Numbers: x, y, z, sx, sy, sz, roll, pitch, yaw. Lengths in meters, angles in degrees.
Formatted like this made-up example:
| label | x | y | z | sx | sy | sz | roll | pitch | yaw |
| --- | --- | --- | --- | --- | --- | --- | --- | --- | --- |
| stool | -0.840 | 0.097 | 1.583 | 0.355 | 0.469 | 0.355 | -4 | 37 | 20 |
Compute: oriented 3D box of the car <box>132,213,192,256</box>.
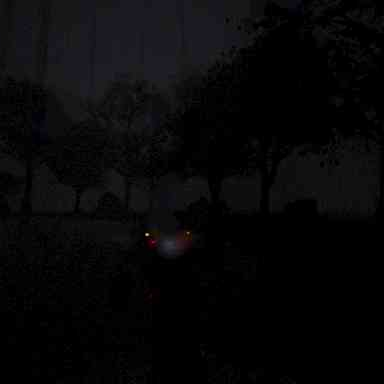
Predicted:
| label | x | y | z | sx | sy | sz | roll | pitch | yaw |
| --- | --- | --- | --- | --- | --- | --- | --- | --- | --- |
| car | -1.288 | 1.532 | 13.079 | 1.812 | 1.442 | 4.674 | 1 | 0 | -15 |
